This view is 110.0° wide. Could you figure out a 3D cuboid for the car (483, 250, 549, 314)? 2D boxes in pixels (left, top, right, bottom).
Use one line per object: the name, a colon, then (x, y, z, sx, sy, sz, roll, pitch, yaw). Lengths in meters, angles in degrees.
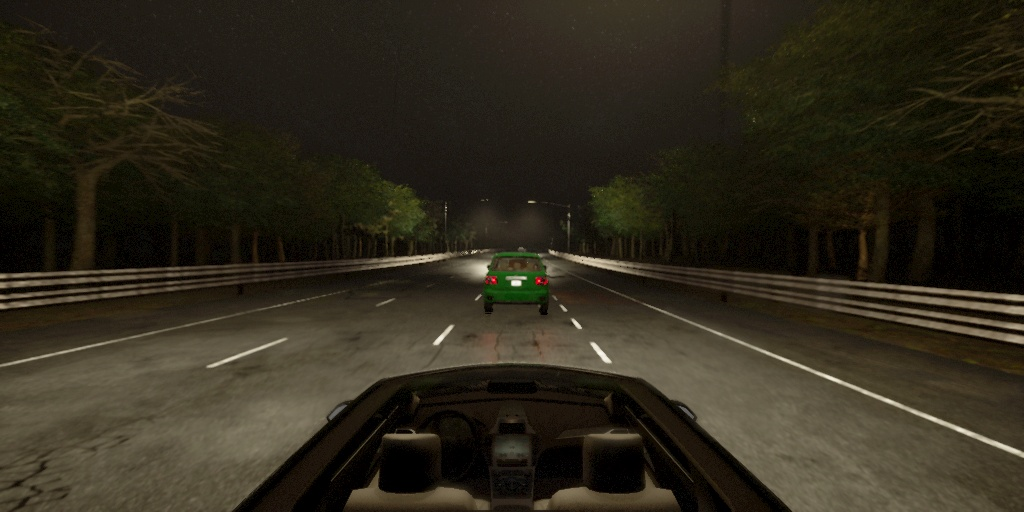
car: (0.176, 0.914, 13.635, 2.150, 2.045, 5.566, 1, 0, 1)
